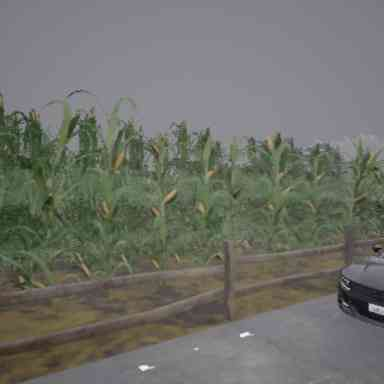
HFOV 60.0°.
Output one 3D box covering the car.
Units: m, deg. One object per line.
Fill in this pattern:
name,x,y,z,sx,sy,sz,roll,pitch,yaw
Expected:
car,4.808,1.483,6.320,5.008,1.535,1.882,1,0,-34
